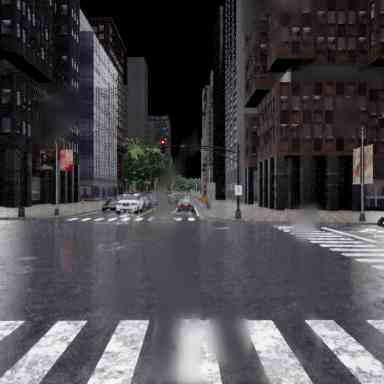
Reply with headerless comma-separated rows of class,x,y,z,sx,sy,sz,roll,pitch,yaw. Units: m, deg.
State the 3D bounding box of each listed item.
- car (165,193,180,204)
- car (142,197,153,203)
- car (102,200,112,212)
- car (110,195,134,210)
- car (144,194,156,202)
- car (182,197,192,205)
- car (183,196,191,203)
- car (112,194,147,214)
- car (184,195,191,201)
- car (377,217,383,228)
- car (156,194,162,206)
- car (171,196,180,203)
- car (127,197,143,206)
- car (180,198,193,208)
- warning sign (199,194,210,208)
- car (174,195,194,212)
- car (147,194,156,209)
car,-3.614,1.562,65.602,2.128,1.511,4.902,0,0,0
car,-9.533,1.669,71.439,1.802,1.307,4.206,0,0,-1
car,-9.235,1.574,38.884,1.947,1.339,4.313,0,0,-1
car,-9.286,1.335,44.310,2.192,1.841,5.009,0,0,-1
car,-9.583,1.417,76.865,2.192,1.841,5.009,0,0,-1
car,-0.909,1.603,60.658,1.887,1.381,4.507,0,0,-1
car,-1.009,1.612,71.677,1.752,1.417,4.829,0,0,-1
car,-6.540,1.223,35.522,2.150,2.045,5.566,0,0,-1
car,-1.157,1.574,87.782,1.967,1.590,4.097,0,0,-1
car,14.096,1.787,20.943,4.181,1.385,1.994,1,0,0
car,-6.709,1.398,55.748,2.097,1.767,4.553,0,0,0
car,-3.803,1.694,75.790,1.895,1.301,4.718,0,0,-1
car,-9.382,1.570,54.991,1.752,1.417,4.829,0,0,-1
car,-0.809,1.614,49.808,1.802,1.307,4.206,0,0,-1
warning sign,1.567,1.132,42.650,1.300,1.860,1.060,0,0,-1
car,-0.711,1.448,38.959,1.967,1.590,4.097,0,0,-1
car,-6.627,1.375,45.547,2.097,1.767,4.553,0,0,0
